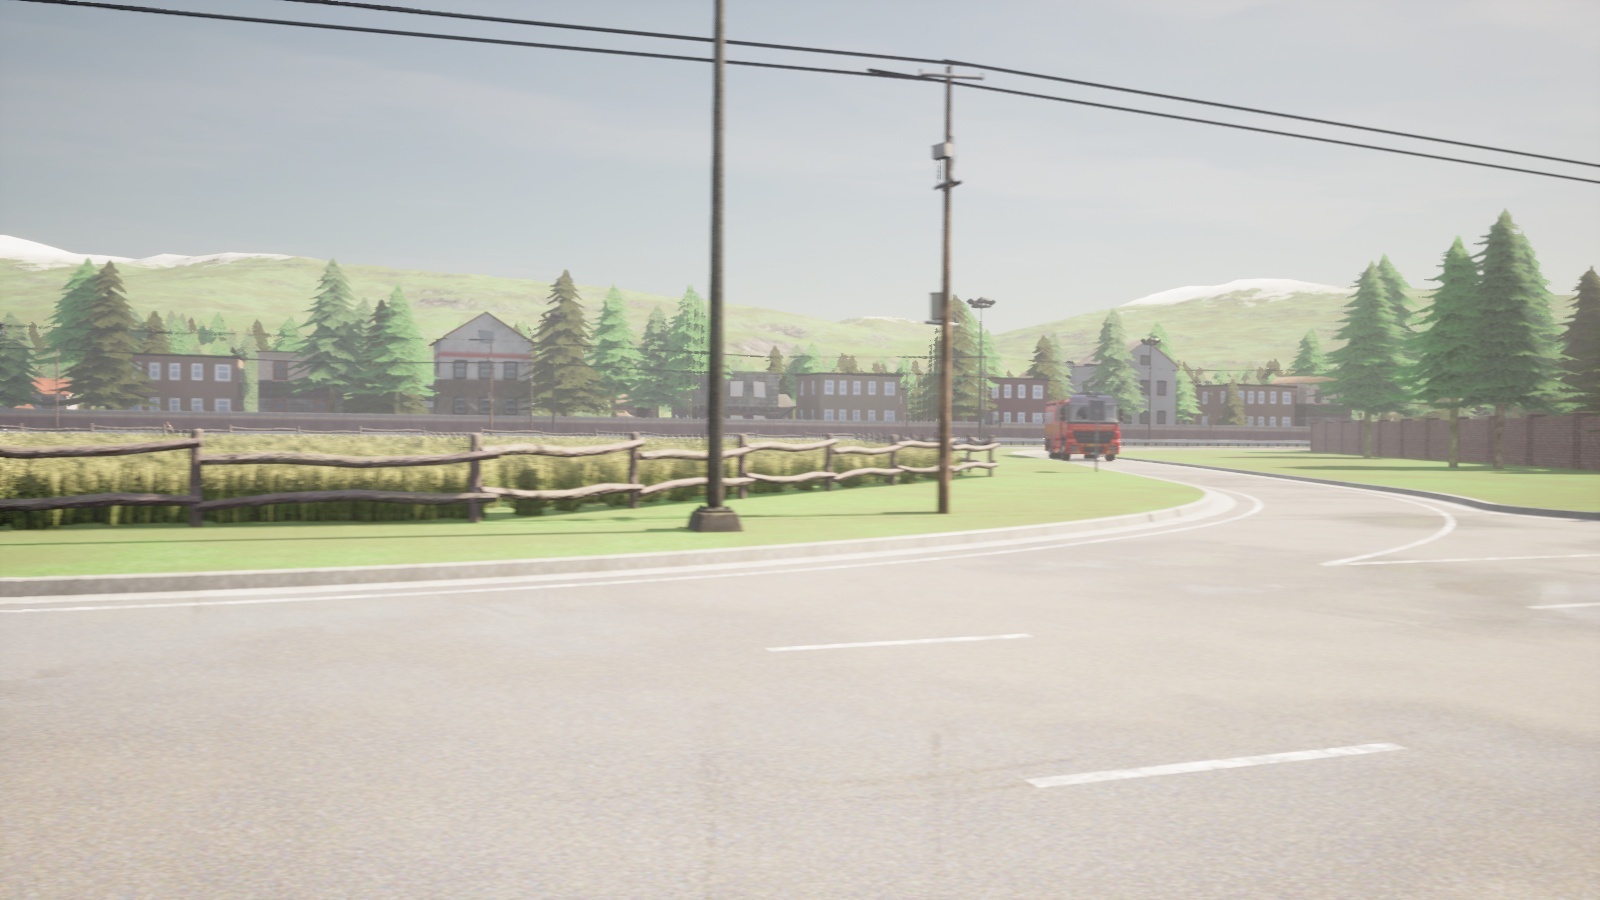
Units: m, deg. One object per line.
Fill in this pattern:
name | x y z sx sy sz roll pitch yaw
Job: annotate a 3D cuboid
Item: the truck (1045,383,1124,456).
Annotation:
truck | 15.899 -1.685 70.685 2.891 3.827 8.468 -1 1 3
